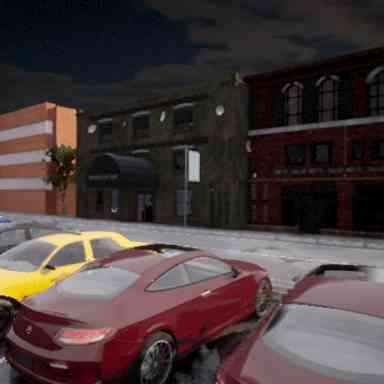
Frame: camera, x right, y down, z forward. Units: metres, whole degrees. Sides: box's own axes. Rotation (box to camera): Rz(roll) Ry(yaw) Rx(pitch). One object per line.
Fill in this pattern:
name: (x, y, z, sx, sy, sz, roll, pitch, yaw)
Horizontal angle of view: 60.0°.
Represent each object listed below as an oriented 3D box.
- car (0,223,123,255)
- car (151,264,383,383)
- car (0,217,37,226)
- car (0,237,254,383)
car: (-2.736, 1.536, 6.802, 1.946, 1.575, 5.366, -1, 0, 36)
car: (1.927, 1.536, 3.604, 2.002, 1.452, 4.674, -1, -1, 36)
car: (-4.902, 1.561, 8.628, 2.097, 1.535, 5.008, -1, 0, 36)
car: (-0.351, 1.558, 5.276, 2.002, 1.452, 4.674, -1, 0, 36)
